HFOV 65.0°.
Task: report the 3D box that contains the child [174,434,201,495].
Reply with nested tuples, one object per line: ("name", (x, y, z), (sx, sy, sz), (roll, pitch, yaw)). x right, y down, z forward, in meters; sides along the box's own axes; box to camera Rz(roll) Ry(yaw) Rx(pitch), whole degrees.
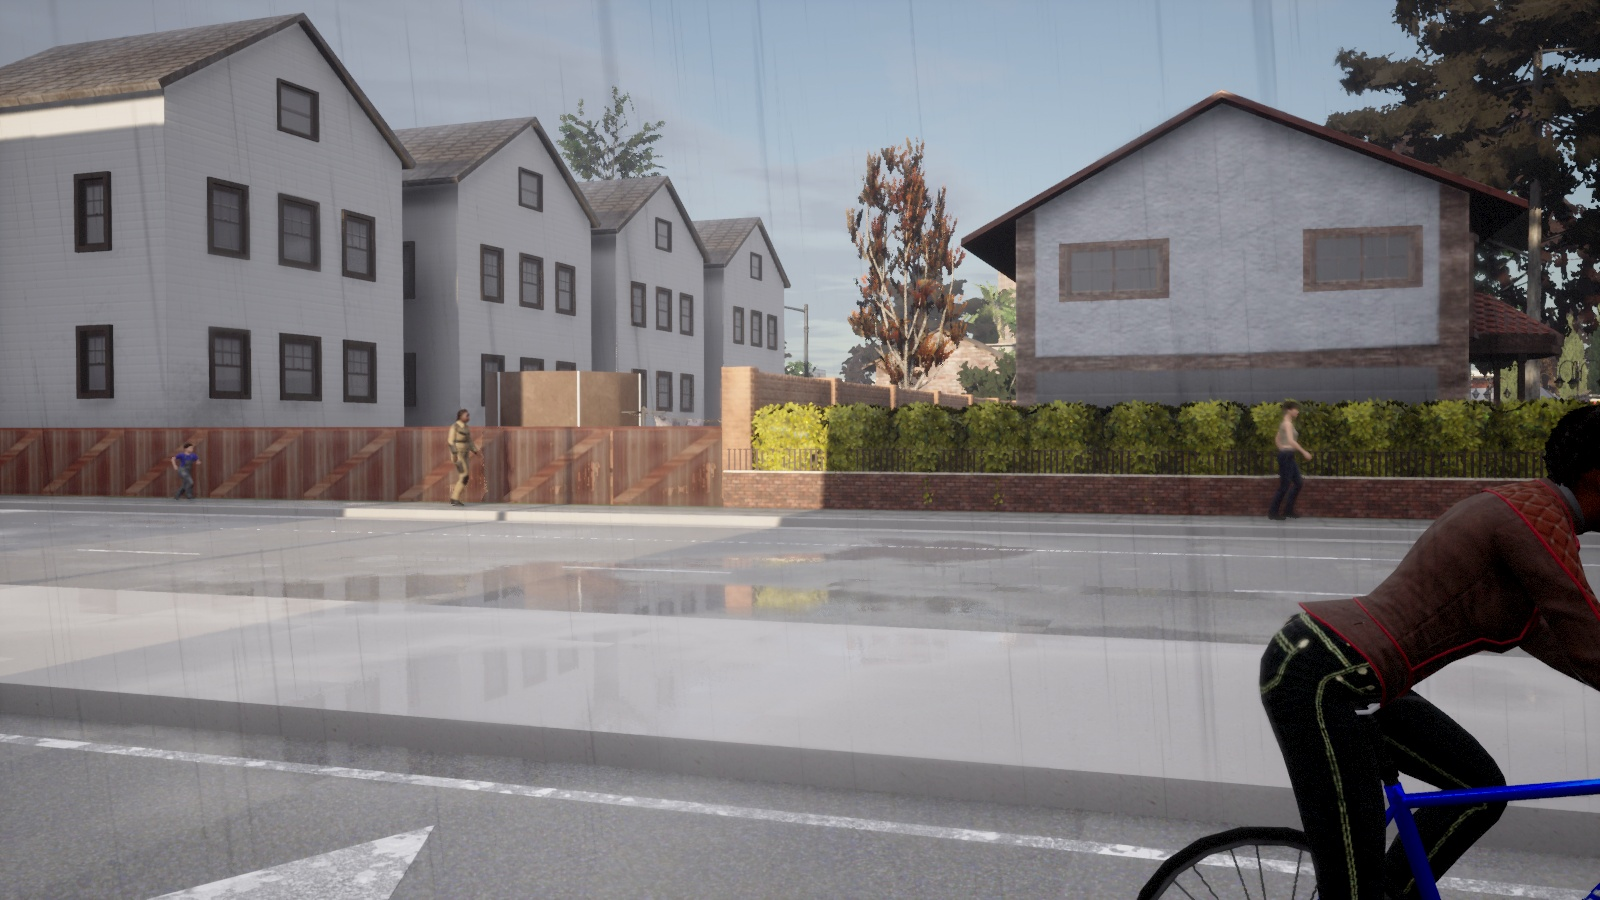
("child", (-12.701, 0.297, 26.035), (0.437, 1.263, 0.270), (1, 1, 18))

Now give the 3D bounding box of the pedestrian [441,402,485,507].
("pedestrian", (-6.290, 0.083, 23.430), (0.692, 1.930, 0.396), (1, 1, 19))

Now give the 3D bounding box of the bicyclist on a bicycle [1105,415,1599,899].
("bicyclist on a bicycle", (1.527, 0.742, 2.678), (1.656, 1.620, 0.582), (1, 1, 19))

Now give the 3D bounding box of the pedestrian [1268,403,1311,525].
("pedestrian", (7.464, 0.203, 19.170), (0.594, 1.836, 0.345), (1, 1, 20))
